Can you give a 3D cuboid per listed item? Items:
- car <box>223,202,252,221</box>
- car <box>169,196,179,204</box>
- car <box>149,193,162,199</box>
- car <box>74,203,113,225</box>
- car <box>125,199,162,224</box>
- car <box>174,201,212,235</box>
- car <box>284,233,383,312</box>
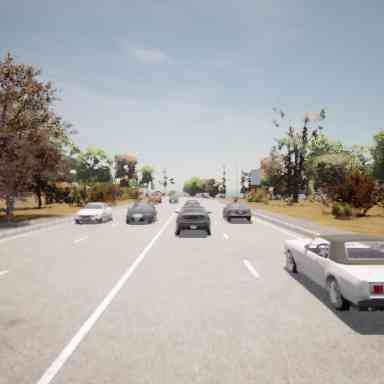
[{"bbox_3d":[3.567,1.551,26.892,2.033,1.411,5.357,0,0,0],"label":"car"},{"bbox_3d":[-3.595,1.527,65.909,2.128,1.511,4.902,0,0,0],"label":"car"},{"bbox_3d":[-7.091,1.234,65.410,2.150,2.045,5.566,0,0,0],"label":"car"},{"bbox_3d":[-7.130,1.532,24.585,1.812,1.442,4.674,0,0,0],"label":"car"},{"bbox_3d":[-3.629,1.497,24.530,2.128,1.511,4.902,0,0,0],"label":"car"},{"bbox_3d":[0.074,1.508,19.056,1.837,1.490,4.892,0,0,0],"label":"car"},{"bbox_3d":[3.590,1.601,7.650,1.895,1.301,4.718,0,0,0],"label":"car"}]
